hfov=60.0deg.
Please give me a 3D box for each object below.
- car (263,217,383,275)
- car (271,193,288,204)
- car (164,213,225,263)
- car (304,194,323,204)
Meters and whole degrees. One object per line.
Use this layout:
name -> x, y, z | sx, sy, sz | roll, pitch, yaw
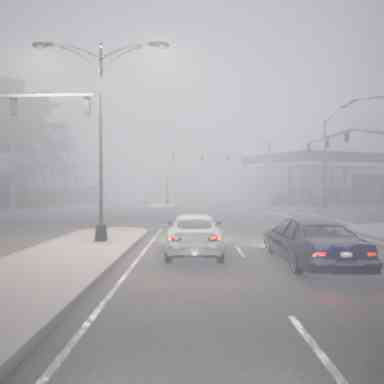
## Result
car -> 3.578, 1.481, 10.194 | 2.033, 1.411, 5.357 | 0, 0, 0
car -> 13.207, 0.969, 51.098 | 2.242, 1.667, 4.611 | 0, 0, 0
car -> 0.082, 1.455, 11.559 | 1.812, 1.442, 4.674 | 0, 0, 0
car -> 18.952, 1.119, 51.862 | 1.970, 1.475, 3.806 | 0, 0, 0
